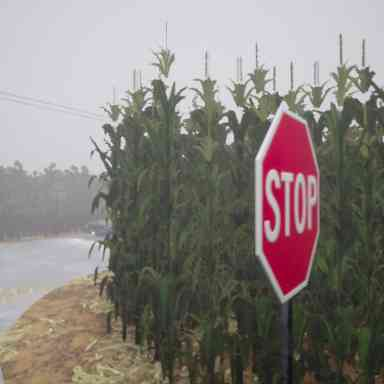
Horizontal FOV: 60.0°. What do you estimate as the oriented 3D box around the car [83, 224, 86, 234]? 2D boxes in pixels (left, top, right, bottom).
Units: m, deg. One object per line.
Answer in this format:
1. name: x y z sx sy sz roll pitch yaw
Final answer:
1. car: -3.175 1.578 18.058 2.033 1.411 5.357 0 0 36
